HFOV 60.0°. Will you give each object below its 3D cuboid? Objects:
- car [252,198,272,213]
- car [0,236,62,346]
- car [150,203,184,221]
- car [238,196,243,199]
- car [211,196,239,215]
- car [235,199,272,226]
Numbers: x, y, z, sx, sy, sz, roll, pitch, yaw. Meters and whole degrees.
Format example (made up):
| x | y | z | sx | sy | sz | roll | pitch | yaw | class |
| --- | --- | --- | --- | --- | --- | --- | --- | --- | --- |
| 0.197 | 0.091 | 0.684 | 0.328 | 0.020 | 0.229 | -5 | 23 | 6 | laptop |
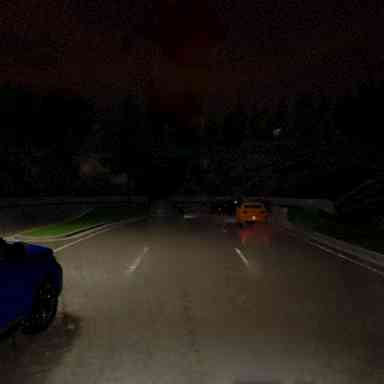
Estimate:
| x | y | z | sx | sy | sz | roll | pitch | yaw | class |
| --- | --- | --- | --- | --- | --- | --- | --- | --- | --- |
| 7.957 | 1.478 | 37.634 | 1.882 | 1.535 | 5.008 | 0 | 0 | 16 | car |
| -3.399 | 1.219 | 3.622 | 2.150 | 2.045 | 5.566 | 0 | 0 | 0 | car |
| -1.996 | 1.563 | 27.553 | 1.994 | 1.385 | 4.181 | 0 | 0 | 13 | car |
| 5.968 | 1.352 | 44.059 | 2.097 | 1.767 | 4.553 | 0 | 0 | 13 | car |
| 3.290 | 1.478 | 33.934 | 1.882 | 1.535 | 5.008 | 0 | 0 | 16 | car |
| 4.189 | 1.477 | 23.257 | 1.882 | 1.535 | 5.008 | 0 | 0 | 7 | car |
